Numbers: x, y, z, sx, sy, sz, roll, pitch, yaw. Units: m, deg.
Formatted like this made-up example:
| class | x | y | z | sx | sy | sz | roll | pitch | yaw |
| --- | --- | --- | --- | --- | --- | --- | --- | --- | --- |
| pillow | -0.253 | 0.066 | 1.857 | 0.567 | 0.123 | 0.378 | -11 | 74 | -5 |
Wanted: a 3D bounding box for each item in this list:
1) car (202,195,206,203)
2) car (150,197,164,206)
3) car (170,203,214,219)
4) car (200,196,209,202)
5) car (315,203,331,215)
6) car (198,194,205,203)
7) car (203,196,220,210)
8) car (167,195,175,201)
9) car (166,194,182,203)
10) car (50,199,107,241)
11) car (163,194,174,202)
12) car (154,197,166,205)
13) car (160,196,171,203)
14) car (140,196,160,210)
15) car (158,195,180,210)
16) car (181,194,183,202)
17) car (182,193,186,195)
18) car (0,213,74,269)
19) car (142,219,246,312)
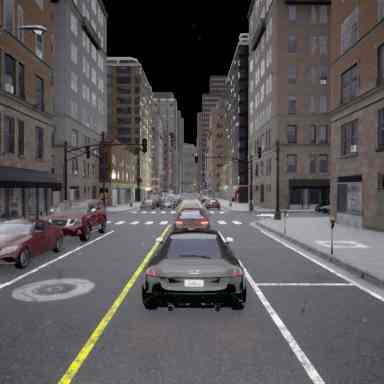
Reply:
| class | x | y | z | sx | sy | sz | roll | pitch | yaw |
| --- | --- | --- | --- | --- | --- | --- | --- | --- | --- |
| car | 2.798 | 1.550 | 49.443 | 1.752 | 1.417 | 4.829 | -1 | 0 | 0 |
| car | -5.733 | 1.577 | 54.803 | 1.887 | 1.381 | 4.507 | -1 | 0 | 0 |
| car | 0.003 | 1.526 | 16.957 | 1.812 | 1.442 | 4.674 | 0 | 0 | 0 |
| car | 2.770 | 1.616 | 77.090 | 1.887 | 1.381 | 4.507 | -1 | 0 | 0 |
| car | 14.829 | 1.431 | 32.250 | 5.357 | 1.411 | 2.033 | 0 | 1 | 2 |
| car | 2.782 | 1.595 | 65.962 | 1.887 | 1.381 | 4.507 | -1 | 0 | 0 |
| car | 2.804 | 1.600 | 43.710 | 1.802 | 1.307 | 4.206 | -1 | 0 | 0 |
| car | -5.773 | 1.546 | 93.758 | 1.967 | 1.590 | 4.097 | -1 | 0 | 0 |
| car | -3.145 | 1.523 | 53.772 | 2.128 | 1.511 | 4.902 | 0 | 0 | 0 |
| car | -5.696 | 1.315 | 16.673 | 2.192 | 1.841 | 5.009 | -1 | 0 | 0 |
| car | -5.764 | 1.399 | 82.628 | 2.192 | 1.841 | 5.009 | -1 | 0 | 0 |
| car | -5.738 | 1.566 | 60.198 | 1.752 | 1.417 | 4.829 | -1 | 0 | 0 |
| car | -5.750 | 1.611 | 71.497 | 2.008 | 1.369 | 4.403 | -1 | 0 | 0 |
| car | -5.721 | 1.600 | 43.673 | 1.802 | 1.307 | 4.206 | -1 | 0 | 0 |
| car | -3.143 | 1.511 | 44.373 | 2.128 | 1.511 | 4.902 | 0 | 0 | 0 |
| car | -3.118 | 1.572 | 63.465 | 1.812 | 1.442 | 4.674 | 0 | 0 | 0 |
| car | -3.075 | 1.561 | 74.314 | 2.128 | 1.511 | 4.902 | 0 | 0 | 0 |
| car | -5.687 | 1.581 | 11.091 | 1.802 | 1.307 | 4.206 | -1 | 0 | 0 |
| car | 0.058 | 1.563 | 7.820 | 1.994 | 1.385 | 4.181 | 0 | 0 | 1 |
